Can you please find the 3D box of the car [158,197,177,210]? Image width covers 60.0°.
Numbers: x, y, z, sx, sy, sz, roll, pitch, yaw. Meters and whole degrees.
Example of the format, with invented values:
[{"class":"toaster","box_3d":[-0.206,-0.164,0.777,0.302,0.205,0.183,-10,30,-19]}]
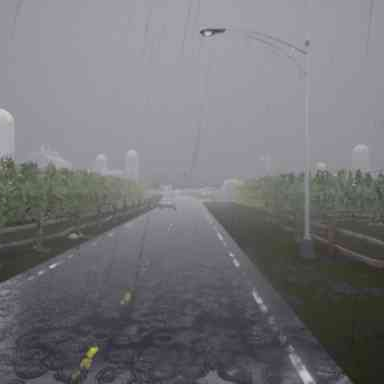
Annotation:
[{"class":"car","box_3d":[-2.838,1.347,39.350,1.837,1.490,4.892,0,0,0]}]
